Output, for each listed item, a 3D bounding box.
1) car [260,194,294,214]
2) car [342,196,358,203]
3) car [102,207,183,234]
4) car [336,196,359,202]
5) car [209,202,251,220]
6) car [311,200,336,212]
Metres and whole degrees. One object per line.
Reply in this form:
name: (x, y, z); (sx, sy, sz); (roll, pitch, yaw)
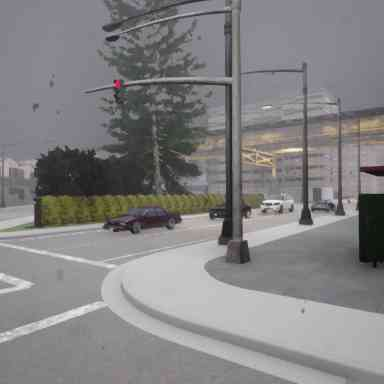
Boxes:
car: (9.639, 1.281, 37.189); (2.150, 2.045, 5.566); (-1, 0, 36)
car: (31.827, 1.522, 68.023); (4.974, 1.542, 2.038); (0, 0, -29)
car: (-2.771, 1.602, 20.068); (2.033, 1.411, 5.357); (-1, 0, 36)
car: (31.871, 1.364, 68.050); (4.536, 1.218, 1.853); (0, 0, -29)
car: (3.344, 1.535, 28.519); (1.882, 1.535, 5.008); (-1, 0, 36)
car: (15.398, 1.590, 38.890); (1.994, 1.385, 4.181); (-1, 0, 36)
